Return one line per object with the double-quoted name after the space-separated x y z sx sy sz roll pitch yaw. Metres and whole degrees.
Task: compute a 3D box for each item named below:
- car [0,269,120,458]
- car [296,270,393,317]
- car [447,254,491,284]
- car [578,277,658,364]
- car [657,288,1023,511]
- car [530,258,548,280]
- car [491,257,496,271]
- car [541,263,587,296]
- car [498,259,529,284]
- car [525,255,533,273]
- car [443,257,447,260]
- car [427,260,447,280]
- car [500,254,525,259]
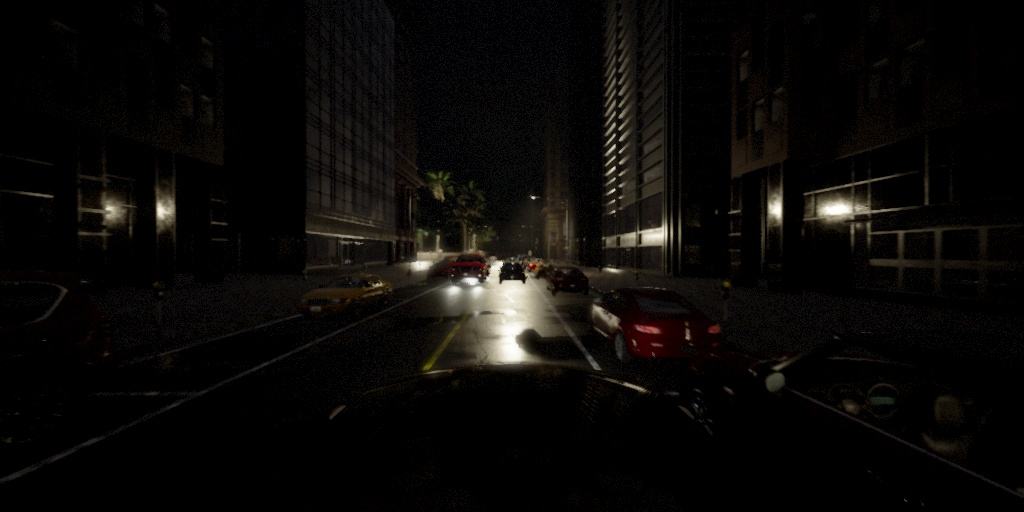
-5.761 1.064 2.271 2.192 1.841 5.009 0 0 0 "car"
-5.767 1.222 12.952 1.751 1.417 4.829 0 0 0 "car"
-3.019 0.859 26.273 2.150 2.045 5.566 0 0 0 "car"
2.761 1.302 7.696 1.802 1.307 4.207 0 0 0 "car"
2.764 1.186 2.271 1.967 1.591 4.097 0 0 0 "car"
2.750 1.145 29.566 1.751 1.417 4.829 0 0 0 "car"
-3.016 1.089 34.996 2.128 1.511 4.902 0 0 0 "car"
2.755 1.214 18.546 1.888 1.381 4.507 0 0 0 "car"
0.025 1.164 25.469 1.812 1.442 4.674 0 0 1 "car"
2.744 1.013 40.245 1.967 1.591 4.097 0 0 0 "car"
-5.778 0.914 34.826 2.192 1.841 5.009 0 0 0 "car"
-5.776 1.204 29.400 1.802 1.307 4.207 0 0 0 "car"
0.037 0.927 39.761 2.097 1.767 4.553 0 0 0 "car"
